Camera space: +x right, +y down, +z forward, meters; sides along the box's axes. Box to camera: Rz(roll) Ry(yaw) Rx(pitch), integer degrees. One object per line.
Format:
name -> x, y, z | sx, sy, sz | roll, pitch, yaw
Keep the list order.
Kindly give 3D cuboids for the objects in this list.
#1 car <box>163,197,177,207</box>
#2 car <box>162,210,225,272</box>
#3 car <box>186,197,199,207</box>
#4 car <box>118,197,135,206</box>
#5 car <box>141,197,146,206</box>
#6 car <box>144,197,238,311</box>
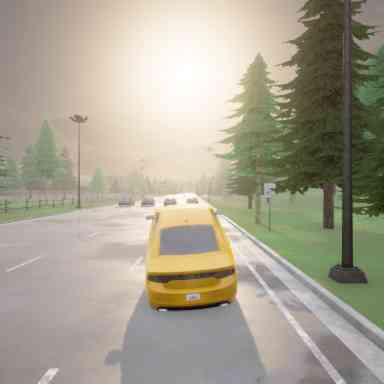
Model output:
car -> -3.475, 1.564, 53.418 | 1.994, 1.385, 4.181 | 0, 0, 0
car -> 0.039, 1.546, 11.981 | 1.812, 1.442, 4.674 | 0, 1, 0
car -> 0.025, 1.564, 53.417 | 1.994, 1.385, 4.181 | 0, 0, 0
car -> -10.475, 1.547, 53.421 | 2.033, 1.411, 5.357 | 0, 0, 0
car -> -6.975, 1.547, 53.420 | 2.033, 1.411, 5.357 | 0, 0, 0
car -> -0.139, 1.110, 8.406 | 1.882, 1.535, 5.008 | -4, 16, -3
